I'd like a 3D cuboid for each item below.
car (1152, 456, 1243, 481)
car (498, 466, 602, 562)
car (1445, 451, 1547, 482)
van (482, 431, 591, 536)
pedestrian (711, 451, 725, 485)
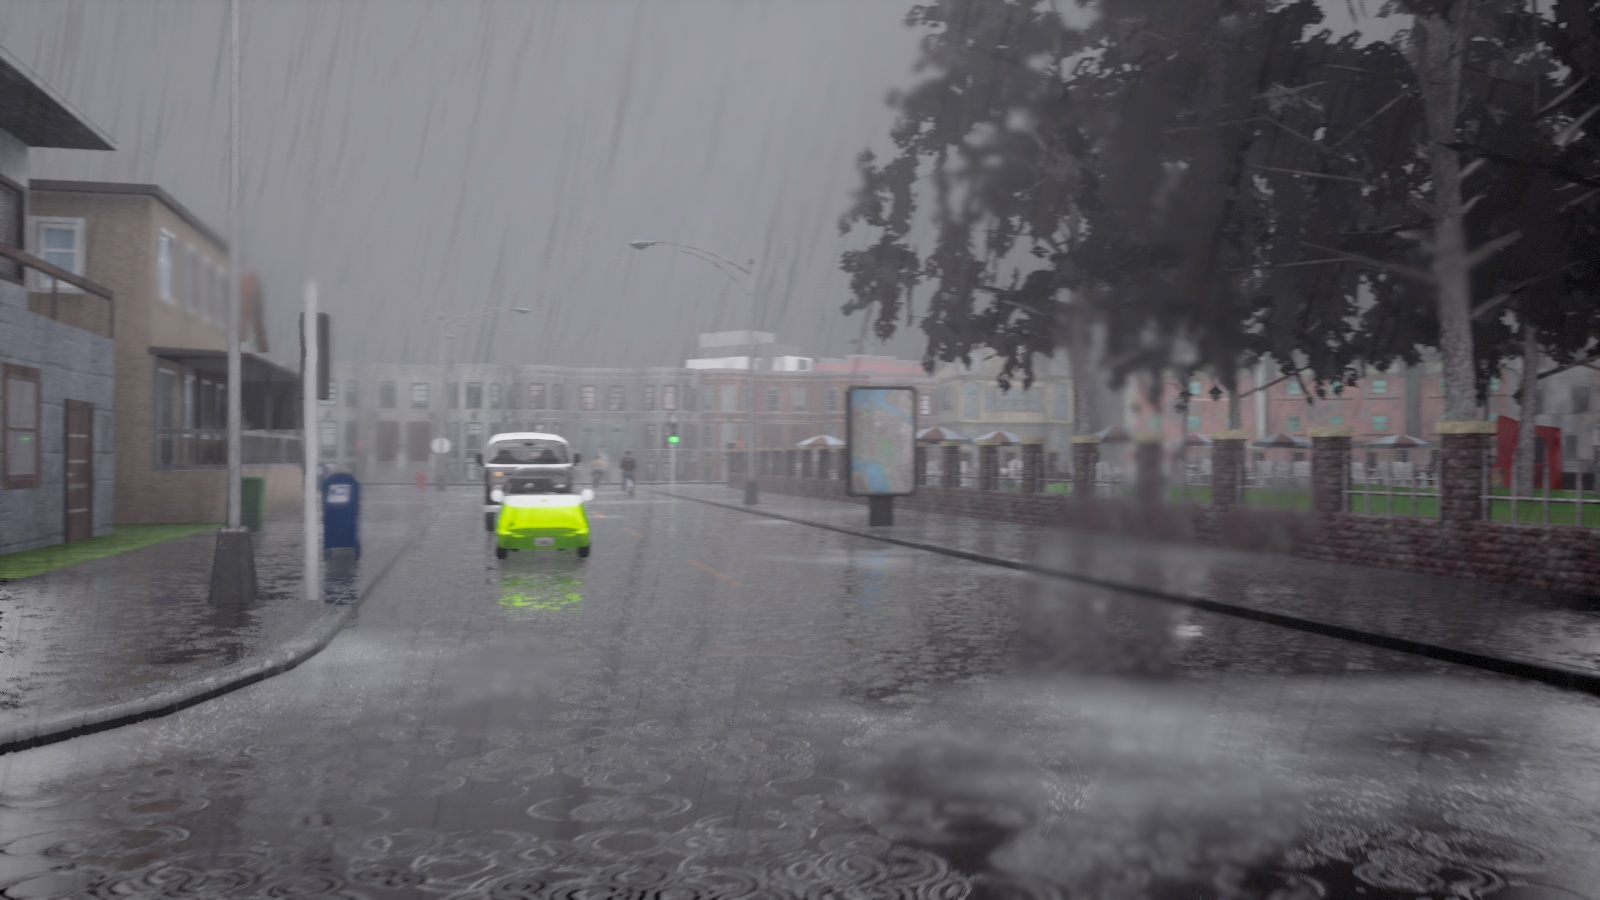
[{"bbox_3d":[23.900,1.094,75.573,4.892,1.490,1.837,0,-1,-10],"label":"car"},{"bbox_3d":[-3.880,0.938,19.316,1.481,1.376,2.207,0,-1,-13],"label":"car"},{"bbox_3d":[38.541,0.912,69.703,2.033,1.649,4.856,0,0,-19],"label":"car"},{"bbox_3d":[-5.668,0.661,26.732,2.069,2.038,4.480,0,0,-14],"label":"van"},{"bbox_3d":[-4.407,0.971,67.272,0.431,1.840,0.709,0,0,-35],"label":"pedestrian"}]
